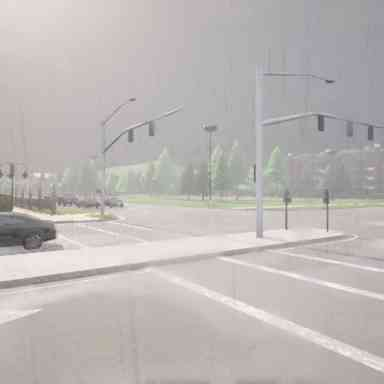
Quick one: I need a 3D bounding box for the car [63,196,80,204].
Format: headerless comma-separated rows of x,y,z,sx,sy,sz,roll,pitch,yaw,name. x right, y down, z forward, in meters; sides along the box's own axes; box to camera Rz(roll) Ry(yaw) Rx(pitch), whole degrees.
-23.000,1.564,63.630,1.994,1.385,4.181,0,0,-36,car

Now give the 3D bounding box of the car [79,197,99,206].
-17.191,1.564,55.536,1.994,1.385,4.181,0,0,-36,car

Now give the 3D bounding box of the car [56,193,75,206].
-19.947,1.221,53.372,2.150,2.045,5.566,0,0,-36,car

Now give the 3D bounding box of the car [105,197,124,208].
-11.429,1.492,47.593,2.128,1.511,4.902,0,0,-36,car

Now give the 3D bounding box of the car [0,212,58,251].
-7.635,1.526,12.671,4.674,1.442,1.812,0,0,-35,car

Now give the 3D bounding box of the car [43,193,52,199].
-26.083,1.221,61.918,2.150,2.045,5.566,0,0,-35,car

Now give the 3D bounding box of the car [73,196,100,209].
-14.235,1.601,45.497,1.895,1.301,4.718,0,0,-36,car
